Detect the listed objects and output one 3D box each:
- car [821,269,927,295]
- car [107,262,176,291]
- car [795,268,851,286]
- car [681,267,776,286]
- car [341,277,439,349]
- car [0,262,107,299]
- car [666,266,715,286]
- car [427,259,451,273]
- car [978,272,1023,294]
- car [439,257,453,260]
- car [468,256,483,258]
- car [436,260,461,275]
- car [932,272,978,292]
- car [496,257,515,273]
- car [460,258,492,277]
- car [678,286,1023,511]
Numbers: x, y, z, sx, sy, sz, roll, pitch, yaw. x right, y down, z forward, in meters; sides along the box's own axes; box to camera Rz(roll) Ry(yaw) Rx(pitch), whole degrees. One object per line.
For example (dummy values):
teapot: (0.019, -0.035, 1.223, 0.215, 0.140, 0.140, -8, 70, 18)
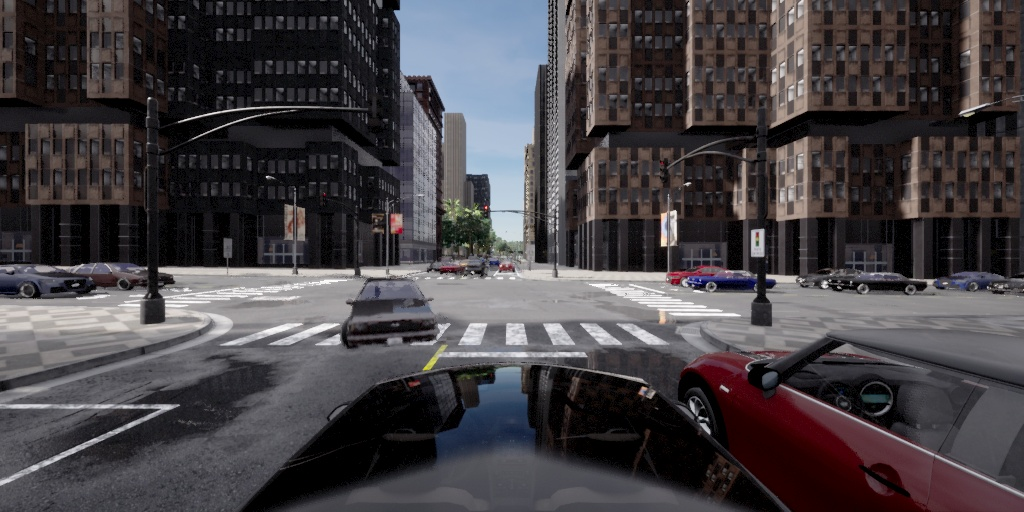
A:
car: (22.692, 1.702, 22.466, 4.718, 1.301, 1.895, 1, 0, 0)
car: (-20.949, 1.030, 18.798, 5.357, 1.411, 2.033, 1, 0, 2)
car: (23.135, 1.609, 25.717, 4.892, 1.490, 1.837, 1, 0, 0)
car: (13.526, 1.569, 22.412, 4.718, 1.301, 1.895, 1, 0, 0)
car: (-3.253, 1.295, 9.612, 2.033, 1.411, 5.357, 0, 0, -21)
car: (-20.881, 1.051, 15.513, 4.181, 1.385, 1.994, 1, 0, 0)
car: (13.644, 1.444, 25.669, 5.008, 1.535, 1.882, 1, 0, 0)
car: (-9.131, 1.324, 43.659, 1.948, 1.339, 4.313, 0, 0, 0)
car: (33.100, 1.758, 22.519, 4.892, 1.490, 1.837, 1, 0, 0)
car: (-9.166, 1.085, 49.085, 2.192, 1.841, 5.009, 0, 0, 0)
car: (-6.557, 1.015, 59.219, 2.150, 2.045, 5.566, 0, 0, 0)
car: (-6.462, 1.348, 38.486, 1.895, 1.301, 4.718, 0, 0, 1)
car: (33.112, 1.813, 25.775, 4.181, 1.385, 1.994, 1, 0, -1)
car: (-0.606, 1.198, 43.712, 1.967, 1.591, 4.097, 0, 0, 0)
car: (-3.471, 1.245, 35.381, 1.837, 1.490, 4.892, 0, 0, 3)
car: (2.764, 1.190, 2.321, 1.967, 1.591, 4.097, 0, 0, 0)
